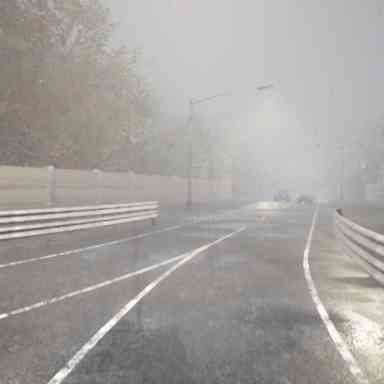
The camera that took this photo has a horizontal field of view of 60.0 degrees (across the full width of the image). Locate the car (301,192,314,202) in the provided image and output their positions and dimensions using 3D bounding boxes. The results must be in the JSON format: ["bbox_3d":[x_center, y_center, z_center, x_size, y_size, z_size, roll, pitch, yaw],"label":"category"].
[{"bbox_3d":[19.331,0.874,55.665,1.837,1.490,4.892,1,1,21],"label":"car"}]

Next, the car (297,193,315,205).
[{"bbox_3d":[15.716,0.979,46.420,1.837,1.490,4.892,1,1,21],"label":"car"}]

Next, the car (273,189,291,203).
[{"bbox_3d":[14.233,0.560,52.334,2.150,2.045,5.566,2,1,22],"label":"car"}]
